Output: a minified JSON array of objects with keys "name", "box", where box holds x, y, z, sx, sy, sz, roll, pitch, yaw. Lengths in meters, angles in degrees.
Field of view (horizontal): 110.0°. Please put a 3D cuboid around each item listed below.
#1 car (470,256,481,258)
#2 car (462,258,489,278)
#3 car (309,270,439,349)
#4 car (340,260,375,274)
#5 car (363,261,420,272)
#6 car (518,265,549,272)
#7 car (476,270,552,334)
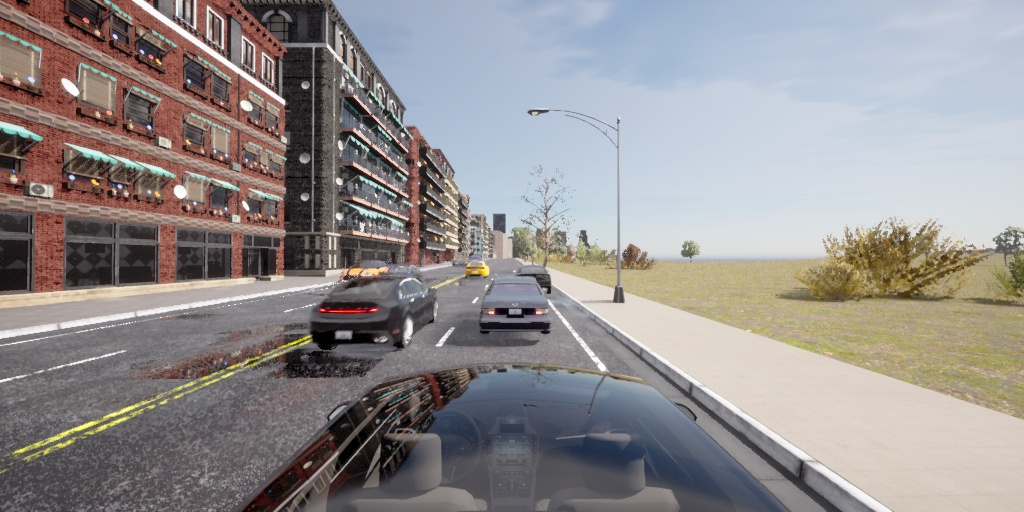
[{"name":"car","box":[-6.648,0.970,63.966,2.150,2.045,5.566,0,0,0]},{"name":"car","box":[-3.197,1.230,33.539,1.882,1.535,5.008,0,0,0]},{"name":"car","box":[-3.163,1.254,9.156,1.837,1.490,4.892,0,0,0]},{"name":"car","box":[-9.885,1.104,24.455,2.097,1.767,4.553,0,0,0]},{"name":"car","box":[-6.630,1.244,21.277,2.128,1.511,4.902,0,0,0]},{"name":"car","box":[1.109,1.230,20.361,1.882,1.535,5.008,0,0,0]},{"name":"car","box":[0.089,1.299,10.597,2.033,1.411,5.357,0,0,0]}]
